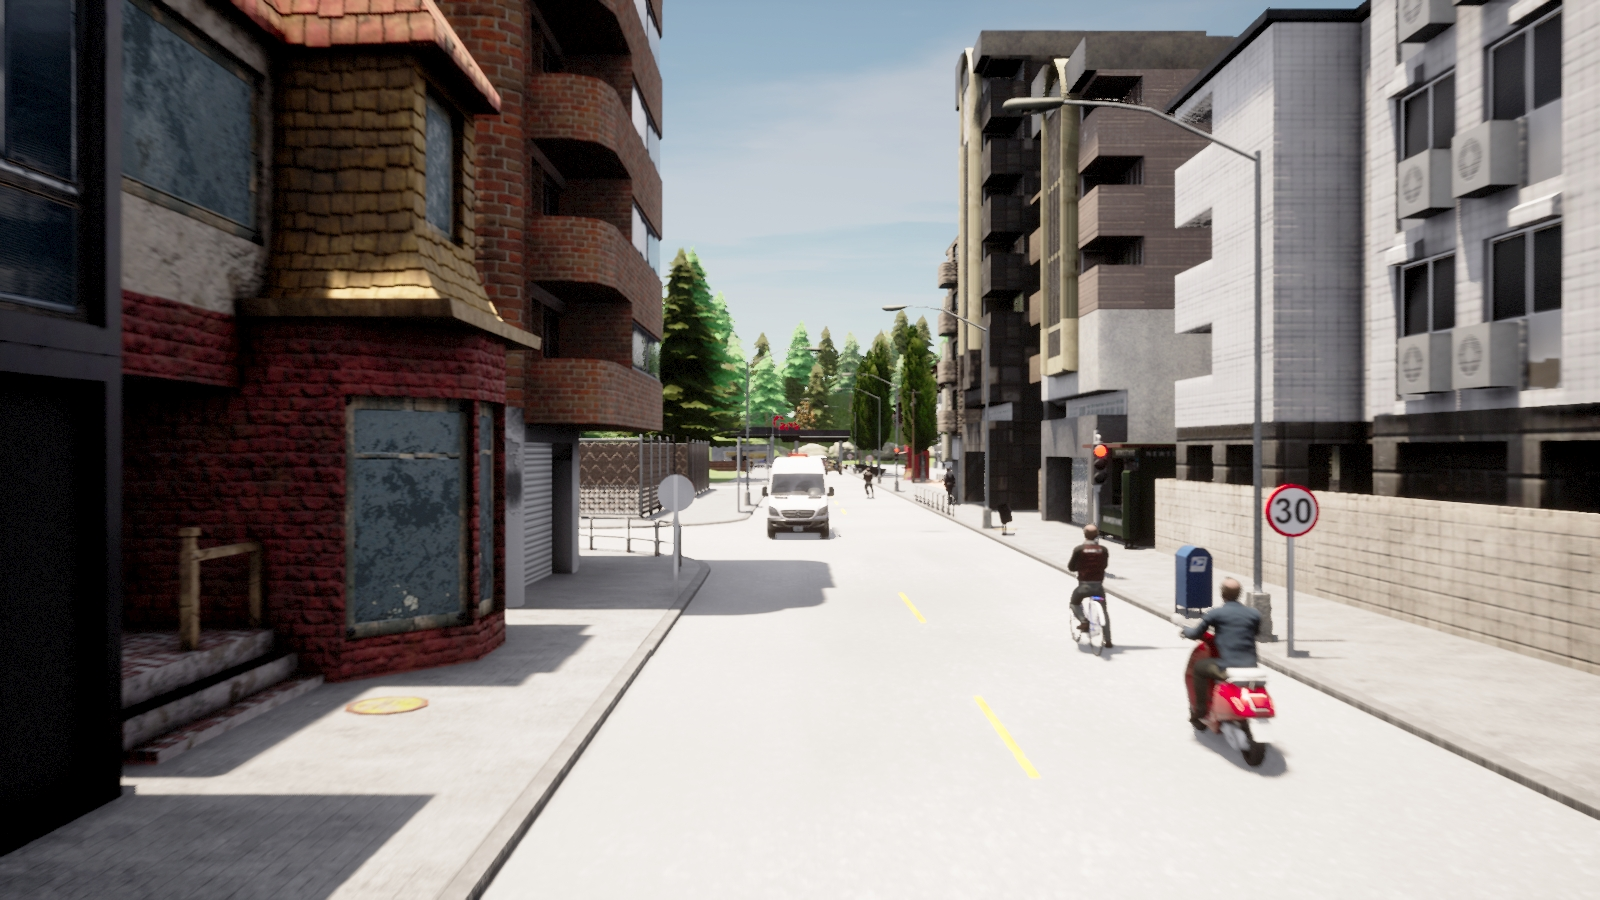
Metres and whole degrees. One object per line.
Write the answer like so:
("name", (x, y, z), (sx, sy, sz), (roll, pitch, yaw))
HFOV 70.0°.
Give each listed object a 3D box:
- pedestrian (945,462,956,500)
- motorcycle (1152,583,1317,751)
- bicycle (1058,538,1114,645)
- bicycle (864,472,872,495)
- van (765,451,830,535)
("pedestrian", (7.362, 1.523, 55.860), (0.375, 1.860, 0.375), (0, 0, -16))
("motorcycle", (3.993, 1.962, 10.672), (0.856, 1.236, 1.805), (0, 0, 0))
("bicycle", (3.994, 1.940, 16.050), (0.329, 1.271, 1.835), (0, 0, 0))
("bicycle", (3.893, 1.940, 65.765), (0.329, 1.271, 1.835), (0, 0, 0))
("van", (-0.070, 1.314, 37.914), (1.988, 2.561, 5.915), (0, 0, 0))
